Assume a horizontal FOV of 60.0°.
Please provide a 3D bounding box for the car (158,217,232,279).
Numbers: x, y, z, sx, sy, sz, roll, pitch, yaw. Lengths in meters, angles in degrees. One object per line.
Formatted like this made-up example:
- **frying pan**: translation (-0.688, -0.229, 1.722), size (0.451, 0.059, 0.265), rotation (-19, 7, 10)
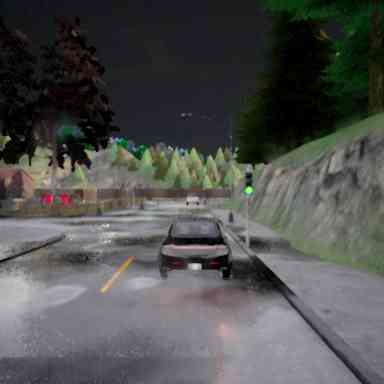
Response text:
- **car**: translation (0.081, 1.503, 10.084), size (2.128, 1.511, 4.902), rotation (0, 0, 0)

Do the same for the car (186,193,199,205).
- **car**: translation (0.112, 1.284, 60.203), size (2.150, 2.045, 5.566), rotation (0, -1, 0)
